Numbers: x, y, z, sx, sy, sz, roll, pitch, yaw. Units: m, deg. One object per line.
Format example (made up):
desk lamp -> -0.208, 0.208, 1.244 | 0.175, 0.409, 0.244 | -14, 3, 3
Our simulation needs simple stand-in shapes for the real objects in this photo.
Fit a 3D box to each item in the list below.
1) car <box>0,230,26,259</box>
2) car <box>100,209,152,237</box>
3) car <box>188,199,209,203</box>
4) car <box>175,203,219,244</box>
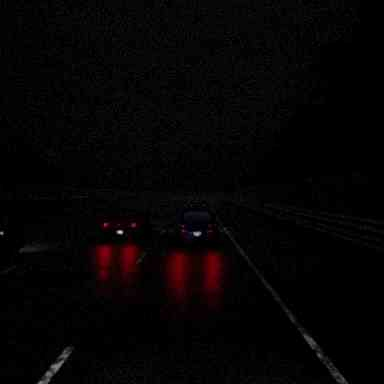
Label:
car -> -6.844, 1.503, 9.370 | 2.033, 1.411, 5.357 | 0, 0, 1
car -> -3.241, 1.532, 17.392 | 1.895, 1.301, 4.718 | 0, 0, 1
car -> 0.612, 1.405, 32.781 | 2.128, 1.511, 4.902 | 0, 0, 2
car -> 0.232, 1.463, 15.437 | 1.812, 1.442, 4.674 | 0, 0, 1
